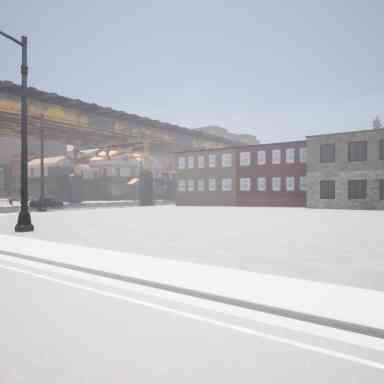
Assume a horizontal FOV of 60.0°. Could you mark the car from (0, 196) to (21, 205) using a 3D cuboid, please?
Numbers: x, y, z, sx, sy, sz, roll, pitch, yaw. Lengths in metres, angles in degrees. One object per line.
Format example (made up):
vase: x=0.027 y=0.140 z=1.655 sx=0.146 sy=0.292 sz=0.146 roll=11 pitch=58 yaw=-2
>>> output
car: x=-32.568 y=1.452 z=58.647 sx=4.974 sy=1.542 sz=2.038 roll=0 pitch=0 yaw=7

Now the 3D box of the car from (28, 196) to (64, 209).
car: x=-19.743 y=1.526 z=45.238 sx=1.812 sy=1.442 sz=4.674 roll=0 pitch=0 yaw=33

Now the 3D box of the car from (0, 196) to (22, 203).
car: x=-32.619 y=1.295 z=58.653 sx=4.536 sy=1.218 sz=1.853 roll=0 pitch=0 yaw=7

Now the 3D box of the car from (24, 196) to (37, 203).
car: x=-29.064 y=1.295 z=59.918 sx=1.853 sy=1.218 sz=4.536 roll=0 pitch=0 yaw=-23
